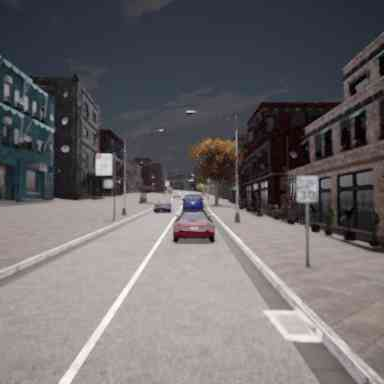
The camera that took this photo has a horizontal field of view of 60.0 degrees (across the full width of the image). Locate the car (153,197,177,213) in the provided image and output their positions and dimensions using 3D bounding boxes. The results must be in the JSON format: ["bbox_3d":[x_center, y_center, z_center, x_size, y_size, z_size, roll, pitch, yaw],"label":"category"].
[{"bbox_3d":[-3.150,1.567,36.925,2.033,1.411,5.357,0,0,0],"label":"car"}]

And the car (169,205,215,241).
[{"bbox_3d":[0.099,1.574,16.771,1.994,1.385,4.181,0,0,0],"label":"car"}]

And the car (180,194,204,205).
[{"bbox_3d":[0.101,1.242,35.237,2.150,2.045,5.566,0,0,0],"label":"car"}]

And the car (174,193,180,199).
[{"bbox_3d":[-3.343,1.003,78.343,1.812,1.442,4.674,0,1,0],"label":"car"}]
